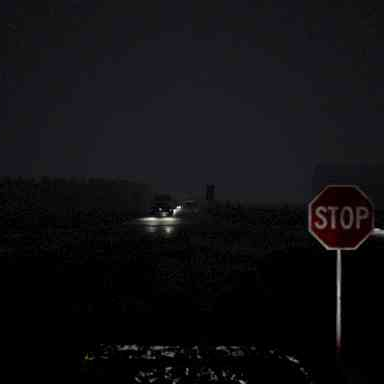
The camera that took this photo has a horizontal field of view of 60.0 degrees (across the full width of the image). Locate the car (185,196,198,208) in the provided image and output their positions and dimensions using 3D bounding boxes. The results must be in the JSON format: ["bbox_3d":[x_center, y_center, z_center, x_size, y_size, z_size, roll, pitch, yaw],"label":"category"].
[{"bbox_3d":[-0.101,1.553,50.541,2.128,1.511,4.902,0,0,0],"label":"car"}]

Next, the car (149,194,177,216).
[{"bbox_3d":[-2.958,1.247,33.344,2.150,2.045,5.566,0,0,-1],"label":"car"}]

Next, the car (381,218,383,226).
[{"bbox_3d":[14.220,1.708,20.769,4.181,1.385,1.994,1,0,-2],"label":"car"}]

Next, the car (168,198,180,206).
[{"bbox_3d":[-3.062,1.680,56.802,1.895,1.301,4.718,0,0,0],"label":"car"}]

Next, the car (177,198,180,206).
[{"bbox_3d":[-3.025,1.612,45.198,1.994,1.385,4.181,0,0,0],"label":"car"}]

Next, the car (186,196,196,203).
[{"bbox_3d":[-0.260,1.667,71.385,2.033,1.411,5.357,0,0,0],"label":"car"}]
